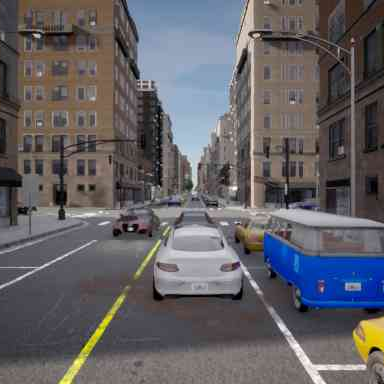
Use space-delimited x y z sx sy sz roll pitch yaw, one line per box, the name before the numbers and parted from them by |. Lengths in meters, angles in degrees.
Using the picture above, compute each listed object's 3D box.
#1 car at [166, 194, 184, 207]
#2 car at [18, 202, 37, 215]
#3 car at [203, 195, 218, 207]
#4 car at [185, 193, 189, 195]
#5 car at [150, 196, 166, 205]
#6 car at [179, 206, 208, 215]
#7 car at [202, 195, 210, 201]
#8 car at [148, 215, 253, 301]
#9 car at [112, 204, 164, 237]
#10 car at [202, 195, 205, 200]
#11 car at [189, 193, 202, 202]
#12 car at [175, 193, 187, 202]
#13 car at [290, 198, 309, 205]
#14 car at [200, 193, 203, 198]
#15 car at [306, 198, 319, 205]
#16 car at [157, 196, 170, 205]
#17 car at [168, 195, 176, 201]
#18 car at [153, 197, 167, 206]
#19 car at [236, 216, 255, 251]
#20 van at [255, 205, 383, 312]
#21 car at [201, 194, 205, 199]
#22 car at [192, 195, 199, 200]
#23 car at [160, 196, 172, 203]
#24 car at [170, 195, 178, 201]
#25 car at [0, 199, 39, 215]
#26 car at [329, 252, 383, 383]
car | -2.674 1.483 52.175 1.882 1.535 5.008 0 0 1
car | -16.503 1.444 29.043 4.718 1.301 1.895 0 -1 1
car | 3.071 1.571 50.731 1.947 1.339 4.313 1 0 1
car | -2.300 1.359 71.963 2.097 1.767 4.553 0 0 1
car | -5.454 1.588 50.850 1.802 1.307 4.206 1 0 1
car | 0.116 1.566 15.580 1.994 1.385 4.181 0 0 0
car | 3.627 1.549 89.442 2.008 1.369 4.403 1 0 1
car | 0.089 1.527 8.244 1.812 1.442 4.674 0 0 -1
car | -2.867 1.567 17.833 1.994 1.385 4.181 0 0 2
car | 3.150 1.549 56.261 1.887 1.381 4.507 1 0 1
car | 0.795 1.526 78.493 1.812 1.442 4.674 0 0 1
car | -2.511 1.482 61.835 1.882 1.535 5.008 0 0 1
car | 13.618 1.506 38.750 4.553 1.767 2.097 0 -1 1
car | 3.468 1.567 78.382 1.947 1.339 4.313 1 0 1
car | 15.490 1.681 35.482 5.357 1.411 2.033 0 -1 0
car | -5.295 1.556 61.907 2.008 1.369 4.403 1 0 1
car | -4.979 1.526 83.852 1.752 1.417 4.829 1 0 1
car | -5.375 1.571 56.378 1.947 1.339 4.313 1 0 1
car | 2.697 1.528 13.238 1.752 1.417 4.829 1 0 0
van | 2.689 1.342 7.395 1.690 1.788 3.998 1 0 0
car | 3.229 1.555 61.791 2.008 1.369 4.403 1 0 1
car | 0.987 1.538 91.968 2.033 1.411 5.357 0 0 1
car | -5.215 1.549 67.436 1.887 1.381 4.507 1 0 1
car | -4.898 1.565 89.551 1.947 1.339 4.313 1 0 1
car | -18.043 1.411 32.311 5.357 1.411 2.033 0 -1 0
car | 2.679 1.526 1.891 1.752 1.417 4.829 1 0 0
